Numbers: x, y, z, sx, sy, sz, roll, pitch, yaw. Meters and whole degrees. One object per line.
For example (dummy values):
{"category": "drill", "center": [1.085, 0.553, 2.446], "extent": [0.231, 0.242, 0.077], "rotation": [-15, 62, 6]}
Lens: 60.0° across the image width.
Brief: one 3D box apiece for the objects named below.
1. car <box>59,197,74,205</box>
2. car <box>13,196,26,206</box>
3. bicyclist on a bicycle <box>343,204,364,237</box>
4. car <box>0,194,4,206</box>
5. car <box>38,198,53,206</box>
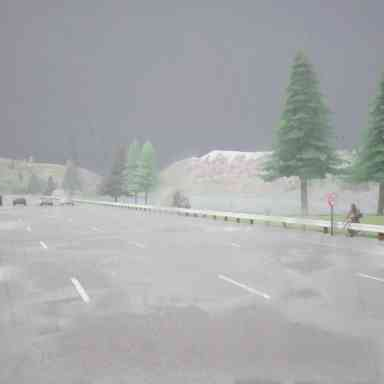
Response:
{"category": "car", "center": [-21.663, 1.526, 57.301], "extent": [1.812, 1.442, 4.674], "rotation": [0, 0, -30]}
{"category": "car", "center": [-29.355, 1.491, 56.549], "extent": [2.128, 1.511, 4.902], "rotation": [0, 0, -31]}
{"category": "bicyclist on a bicycle", "center": [8.097, 1.437, 16.590], "extent": [1.656, 1.620, 0.582], "rotation": [5, -2, -30]}
{"category": "car", "center": [-32.004, 1.221, 54.156], "extent": [2.150, 2.045, 5.566], "rotation": [0, 0, -31]}
{"category": "car", "center": [-24.036, 1.601, 54.446], "extent": [1.895, 1.301, 4.718], "rotation": [0, 0, -31]}
